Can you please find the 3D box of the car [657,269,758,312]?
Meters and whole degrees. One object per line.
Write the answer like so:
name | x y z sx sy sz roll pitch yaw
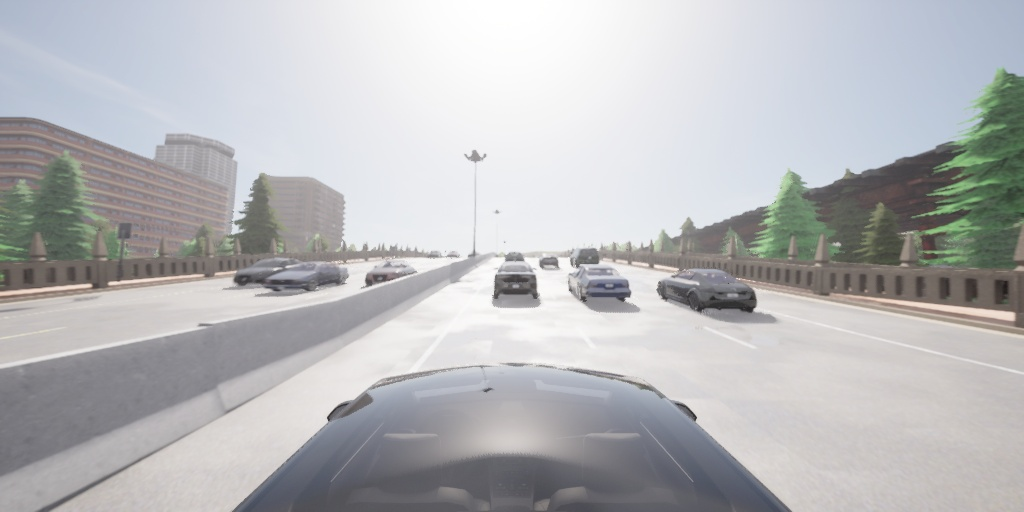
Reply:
car | 7.141 1.178 13.573 1.994 1.385 4.181 0 2 0

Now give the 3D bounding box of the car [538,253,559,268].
car | 3.771 0.421 37.338 2.128 1.511 4.902 0 2 0

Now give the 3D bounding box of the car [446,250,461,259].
car | -10.232 -0.274 62.844 1.812 1.442 4.674 0 1 1

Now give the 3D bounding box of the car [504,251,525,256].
car | 0.271 0.280 37.317 2.097 1.767 4.553 0 2 0

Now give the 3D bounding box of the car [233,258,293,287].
car | -14.008 0.889 21.182 1.837 1.490 4.892 0 2 0

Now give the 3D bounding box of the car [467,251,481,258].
car | -6.727 -0.258 64.038 1.994 1.385 4.181 0 1 1

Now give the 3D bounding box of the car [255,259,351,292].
car | -10.520 0.997 18.977 2.033 1.411 5.357 0 2 0

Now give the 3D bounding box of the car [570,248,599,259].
car | 7.256 0.187 36.138 2.150 2.045 5.566 0 2 0

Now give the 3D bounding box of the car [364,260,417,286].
car | -7.009 0.956 21.049 1.994 1.385 4.181 0 2 0

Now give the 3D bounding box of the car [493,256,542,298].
car | 0.164 0.993 16.846 1.882 1.535 5.008 0 2 0

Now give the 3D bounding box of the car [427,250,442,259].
car | -13.718 -0.320 63.934 1.837 1.490 4.892 0 1 1

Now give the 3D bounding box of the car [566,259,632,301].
car | 3.661 1.091 15.906 2.033 1.411 5.357 0 2 0
